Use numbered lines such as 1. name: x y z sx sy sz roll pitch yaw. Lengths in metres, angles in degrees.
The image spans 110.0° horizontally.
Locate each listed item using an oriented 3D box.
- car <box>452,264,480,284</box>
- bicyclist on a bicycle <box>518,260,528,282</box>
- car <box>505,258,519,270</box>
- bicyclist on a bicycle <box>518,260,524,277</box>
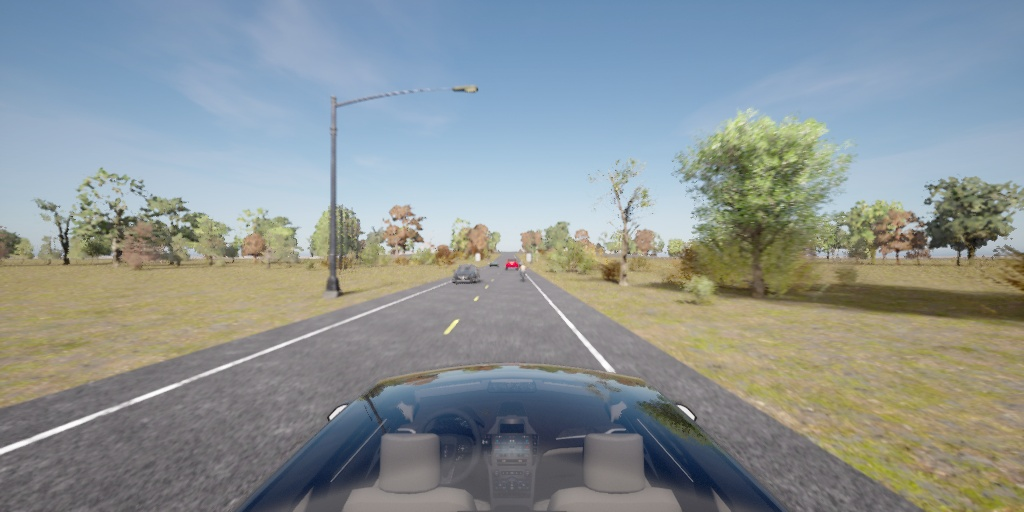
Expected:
1. car: -3.602 1.435 28.877 1.837 1.490 4.892 0 0 0
2. bicyclist on a bicycle: 0.959 1.379 30.725 0.866 1.612 1.509 0 0 0
3. car: -0.025 1.364 61.394 2.150 2.045 5.566 0 0 0
4. bicyclist on a bicycle: 0.946 1.368 39.080 0.659 1.776 1.843 0 0 0
